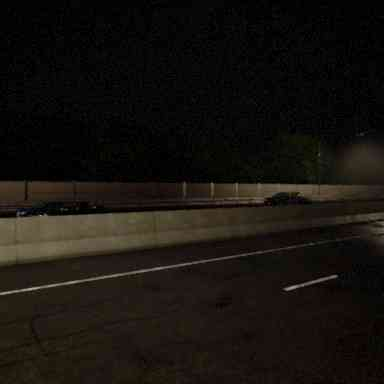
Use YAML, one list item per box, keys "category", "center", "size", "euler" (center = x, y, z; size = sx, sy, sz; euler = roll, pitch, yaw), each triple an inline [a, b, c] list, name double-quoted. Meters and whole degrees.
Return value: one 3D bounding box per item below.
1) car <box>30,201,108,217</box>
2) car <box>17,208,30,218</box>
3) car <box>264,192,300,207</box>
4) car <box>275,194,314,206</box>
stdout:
- category: "car"
  center: [-8.502, 1.464, 23.720]
  size: [4.892, 1.490, 1.837]
  euler: [0, 0, -36]
- category: "car"
  center: [-11.118, 1.489, 26.154]
  size: [4.674, 1.442, 1.812]
  euler: [0, 0, -35]
- category: "car"
  center: [11.715, 1.020, 42.484]
  size: [5.566, 2.045, 2.150]
  euler: [0, 0, -35]
- category: "car"
  center: [12.232, 1.336, 38.556]
  size: [4.674, 1.442, 1.812]
  euler: [0, 0, -35]
